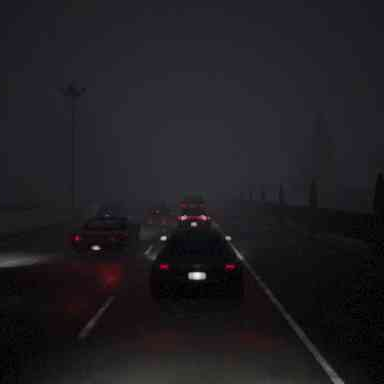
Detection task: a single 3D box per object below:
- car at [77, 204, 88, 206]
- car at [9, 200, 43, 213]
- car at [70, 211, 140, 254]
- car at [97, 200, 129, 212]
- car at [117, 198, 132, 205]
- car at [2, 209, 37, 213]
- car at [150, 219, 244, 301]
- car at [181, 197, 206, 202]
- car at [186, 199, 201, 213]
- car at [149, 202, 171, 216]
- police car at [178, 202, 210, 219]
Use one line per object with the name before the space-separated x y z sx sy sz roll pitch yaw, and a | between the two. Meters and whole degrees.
car | -17.525 1.934 55.611 2.033 1.411 5.357 0 0 0
car | -21.052 1.772 42.420 1.882 1.535 5.008 0 -1 0
car | -3.388 1.699 14.011 1.895 1.301 4.718 0 0 0
car | -6.874 1.707 29.038 1.837 1.490 4.892 0 0 0
car | -14.026 2.003 69.210 2.033 1.411 5.357 0 0 -1
car | -14.077 1.725 25.501 2.033 1.411 5.357 0 0 0
car | 0.104 1.624 8.506 1.994 1.385 4.181 0 0 0
car | 0.129 1.443 31.767 2.150 2.045 5.566 0 0 0
car | 0.138 1.753 42.717 1.801 1.575 5.366 0 0 0
car | -3.362 1.771 35.286 1.812 1.442 4.674 0 -1 0
police car | 0.118 1.647 20.831 2.038 1.542 4.974 0 -1 0
